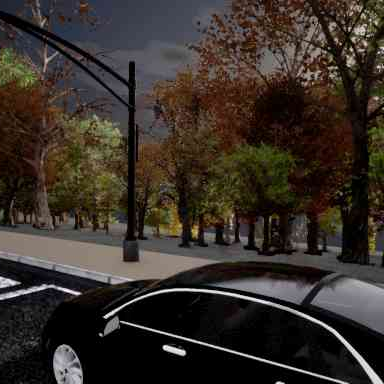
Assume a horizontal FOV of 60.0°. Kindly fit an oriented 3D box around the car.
[{"bbox_3d":[0.398,1.505,3.391,4.892,1.490,1.837,0,0,36],"label":"car"}]
